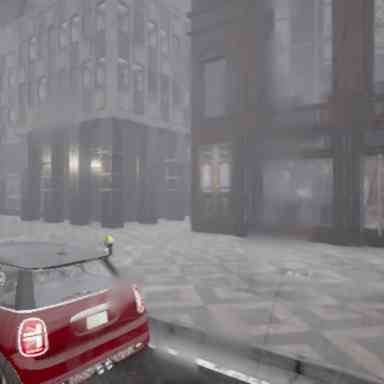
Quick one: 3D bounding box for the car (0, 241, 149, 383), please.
[{"bbox_3d":[-2.635,1.454,4.834,4.097,1.590,1.967,0,0,35],"label":"car"}]
